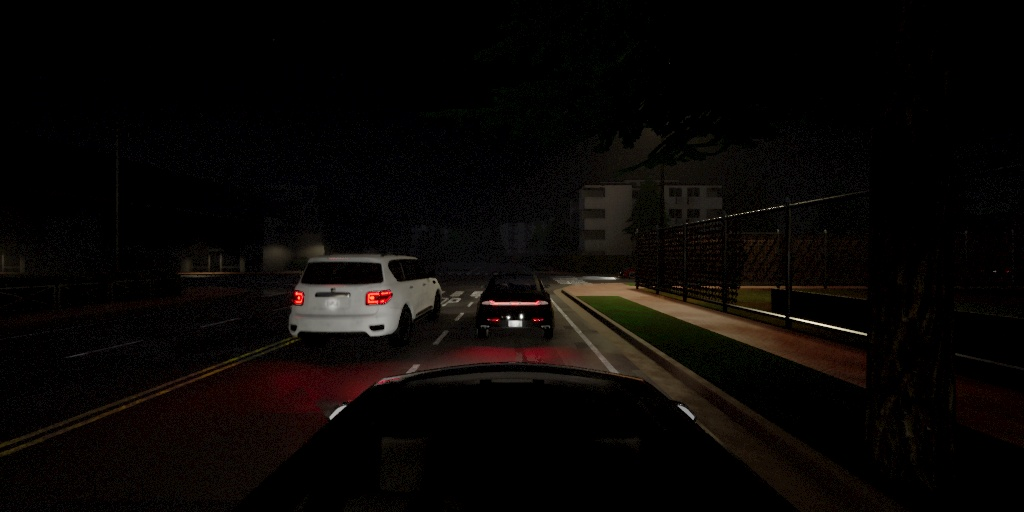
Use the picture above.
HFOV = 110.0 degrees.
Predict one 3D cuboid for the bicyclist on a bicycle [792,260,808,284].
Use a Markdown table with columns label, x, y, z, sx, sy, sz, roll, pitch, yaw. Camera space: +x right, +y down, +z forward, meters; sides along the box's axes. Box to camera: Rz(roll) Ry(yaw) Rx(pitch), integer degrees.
| label | x | y | z | sx | sy | sz | roll | pitch | yaw |
| --- | --- | --- | --- | --- | --- | --- | --- | --- | --- |
| bicyclist on a bicycle | 18.301 | 1.037 | 22.965 | 0.582 | 1.620 | 1.656 | 0 | 0 | 0 |

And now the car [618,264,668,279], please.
| label | x | y | z | sx | sy | sz | roll | pitch | yaw |
| --- | --- | --- | --- | --- | --- | --- | --- | --- | --- |
| car | 11.660 | 1.297 | 31.916 | 4.181 | 1.385 | 1.994 | 0 | 0 | 0 |

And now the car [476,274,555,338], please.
| label | x | y | z | sx | sy | sz | roll | pitch | yaw |
| --- | --- | --- | --- | --- | --- | --- | --- | --- | --- |
| car | 0.088 | 1.242 | 10.132 | 2.128 | 1.511 | 4.902 | 0 | 0 | 0 |

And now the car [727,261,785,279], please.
| label | x | y | z | sx | sy | sz | roll | pitch | yaw |
| --- | --- | --- | --- | --- | --- | --- | --- | --- | --- |
| car | 21.804 | 1.238 | 31.947 | 4.892 | 1.490 | 1.837 | 0 | 0 | 0 |

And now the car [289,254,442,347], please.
| label | x | y | z | sx | sy | sz | roll | pitch | yaw |
| --- | --- | --- | --- | --- | --- | --- | --- | --- | --- |
| car | -3.387 | 0.972 | 9.462 | 2.150 | 2.045 | 5.566 | 0 | 0 | 0 |

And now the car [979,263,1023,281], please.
| label | x | y | z | sx | sy | sz | roll | pitch | yaw |
| --- | --- | --- | --- | --- | --- | --- | --- | --- | --- |
| car | 40.889 | 1.273 | 29.407 | 5.357 | 1.411 | 2.033 | 0 | 0 | -19 |
